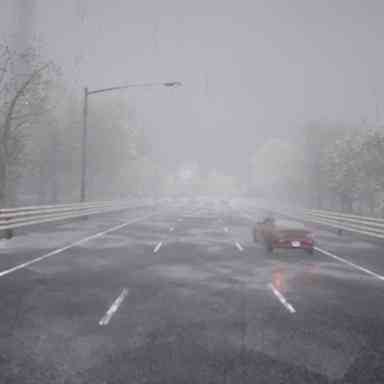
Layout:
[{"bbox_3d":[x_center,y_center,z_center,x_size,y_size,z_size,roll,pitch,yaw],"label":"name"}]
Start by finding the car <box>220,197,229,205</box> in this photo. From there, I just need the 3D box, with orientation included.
[{"bbox_3d":[8.266,2.263,84.698,2.097,1.767,4.553,2,-1,6],"label":"car"}]

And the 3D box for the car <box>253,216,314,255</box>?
[{"bbox_3d":[3.879,1.756,14.563,1.812,1.442,4.674,2,0,1],"label":"car"}]

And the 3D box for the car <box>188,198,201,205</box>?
[{"bbox_3d":[0.181,2.119,74.304,2.128,1.511,4.902,2,-1,6],"label":"car"}]

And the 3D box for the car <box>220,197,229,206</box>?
[{"bbox_3d":[7.228,2.316,74.528,1.837,1.490,4.892,2,-1,6],"label":"car"}]

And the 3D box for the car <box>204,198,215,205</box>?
[{"bbox_3d":[3.742,2.263,74.830,1.994,1.385,4.181,2,-1,6],"label":"car"}]

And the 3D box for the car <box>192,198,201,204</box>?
[{"bbox_3d":[1.220,2.246,84.665,1.895,1.301,4.718,2,-1,6],"label":"car"}]

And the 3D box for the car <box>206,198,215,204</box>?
[{"bbox_3d":[4.742,2.319,84.682,2.033,1.411,5.357,2,-1,6],"label":"car"}]
